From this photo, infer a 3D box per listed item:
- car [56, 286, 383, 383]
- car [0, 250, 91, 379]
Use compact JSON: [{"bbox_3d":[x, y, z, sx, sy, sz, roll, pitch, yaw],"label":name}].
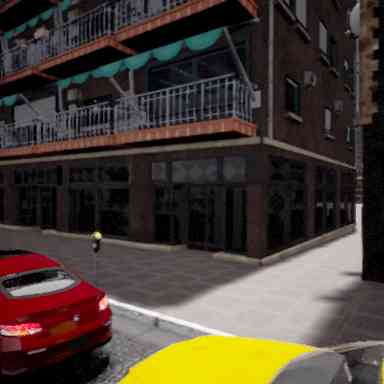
[{"bbox_3d":[1.454,1.527,1.835,4.829,1.417,1.752,0,0,36],"label":"car"},{"bbox_3d":[-2.981,1.552,5.021,4.206,1.307,1.802,0,0,36],"label":"car"}]
